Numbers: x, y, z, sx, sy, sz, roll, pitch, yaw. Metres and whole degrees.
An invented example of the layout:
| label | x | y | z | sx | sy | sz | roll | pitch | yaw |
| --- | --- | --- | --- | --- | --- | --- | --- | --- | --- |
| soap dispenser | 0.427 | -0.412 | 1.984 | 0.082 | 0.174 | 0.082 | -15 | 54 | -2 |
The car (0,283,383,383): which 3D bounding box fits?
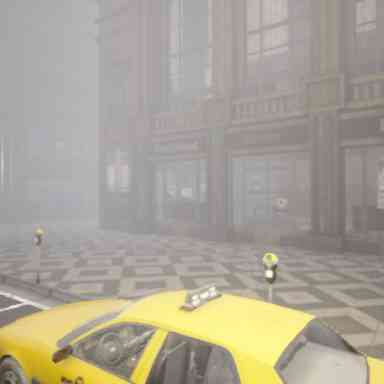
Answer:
| label | x | y | z | sx | sy | sz | roll | pitch | yaw |
| --- | --- | --- | --- | --- | --- | --- | --- | --- | --- |
| car | -0.135 | 1.530 | 3.057 | 4.829 | 1.417 | 1.752 | 0 | 0 | 35 |
